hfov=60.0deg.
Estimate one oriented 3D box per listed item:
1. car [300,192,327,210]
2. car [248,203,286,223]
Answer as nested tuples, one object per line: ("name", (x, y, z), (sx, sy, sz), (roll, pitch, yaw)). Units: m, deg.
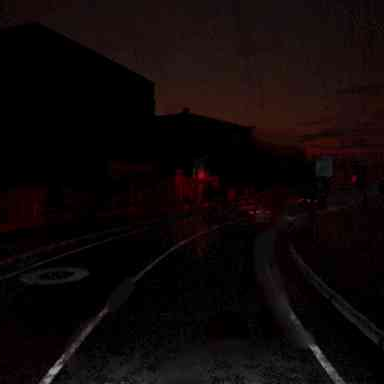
("car", (14.974, 1.060, 40.768), (2.150, 2.045, 5.566), (3, 2, 33))
("car", (5.897, 1.525, 25.755), (2.033, 1.411, 5.357), (2, 1, 27))
